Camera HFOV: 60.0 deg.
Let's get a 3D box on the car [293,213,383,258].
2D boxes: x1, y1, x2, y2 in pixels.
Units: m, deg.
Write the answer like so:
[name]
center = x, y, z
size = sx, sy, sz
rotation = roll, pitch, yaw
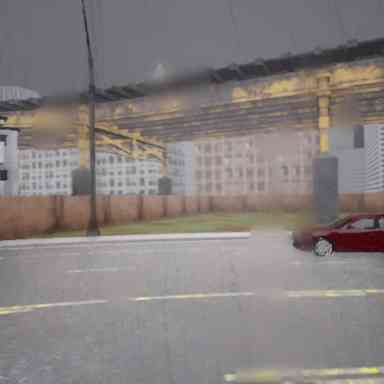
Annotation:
[car]
center = 6.432, 1.592, 12.673
size = 5.008, 1.535, 1.882
rotation = -1, -1, 7
